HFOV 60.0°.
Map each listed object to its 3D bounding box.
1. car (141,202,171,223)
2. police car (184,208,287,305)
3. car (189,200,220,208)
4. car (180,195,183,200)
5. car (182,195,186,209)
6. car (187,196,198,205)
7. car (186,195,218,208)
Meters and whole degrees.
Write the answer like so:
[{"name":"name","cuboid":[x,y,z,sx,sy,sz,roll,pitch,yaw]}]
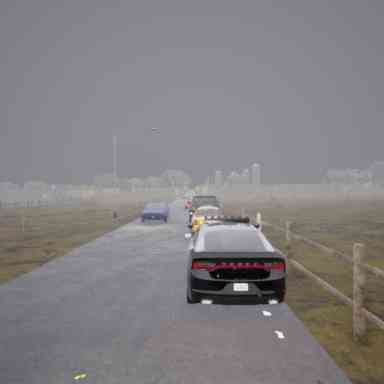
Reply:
[{"name":"car","cuboid":[-2.696,1.482,25.568,1.882,1.535,5.008,0,0,0]},{"name":"police car","cuboid":[0.843,1.425,8.282,1.930,1.638,5.238,0,0,0]},{"name":"car","cuboid":[0.864,1.457,18.363,1.801,1.575,5.366,0,0,0]},{"name":"car","cuboid":[-2.549,1.537,94.406,1.895,1.301,4.718,0,0,0]},{"name":"car","cuboid":[0.117,1.368,45.417,2.097,1.767,4.553,0,0,1]},{"name":"car","cuboid":[0.124,1.544,58.423,1.812,1.442,4.674,0,0,0]},{"name":"car","cuboid":[0.877,1.228,24.203,2.150,2.045,5.566,0,0,0]}]
